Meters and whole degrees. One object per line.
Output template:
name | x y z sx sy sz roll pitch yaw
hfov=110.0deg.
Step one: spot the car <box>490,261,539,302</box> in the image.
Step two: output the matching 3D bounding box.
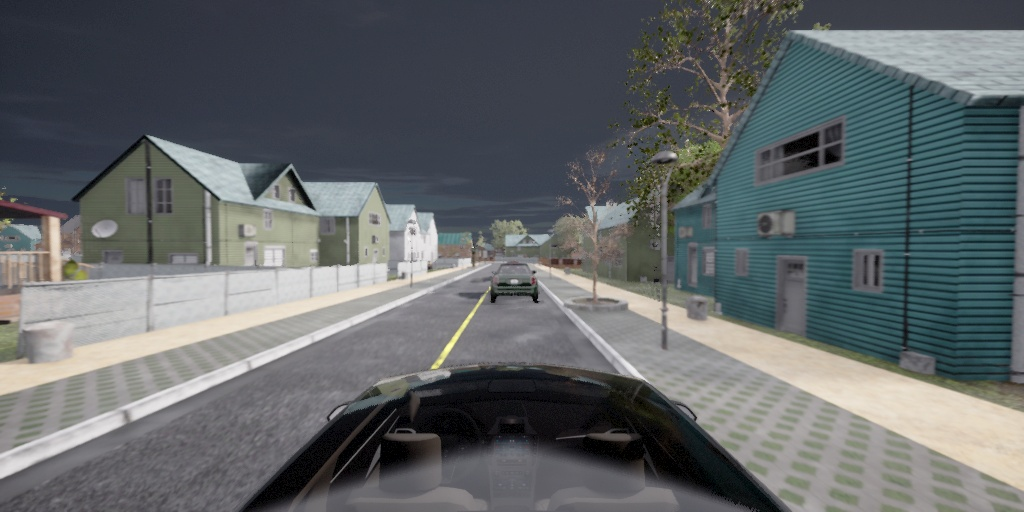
car | 0.103 1.091 17.167 2.097 1.767 4.553 0 0 0
